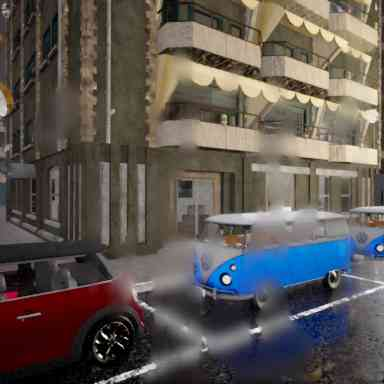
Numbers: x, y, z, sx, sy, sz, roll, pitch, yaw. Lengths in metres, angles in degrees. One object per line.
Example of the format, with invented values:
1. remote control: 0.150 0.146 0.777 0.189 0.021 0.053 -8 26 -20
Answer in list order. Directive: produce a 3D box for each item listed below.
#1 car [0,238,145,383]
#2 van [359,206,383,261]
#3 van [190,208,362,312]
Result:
1. car: -2.755 1.440 4.128 4.097 1.590 1.967 0 0 -36
2. van: 6.496 1.345 10.755 3.998 1.788 1.690 0 0 -36
3. van: 1.870 1.342 7.441 3.998 1.788 1.690 0 0 -36
